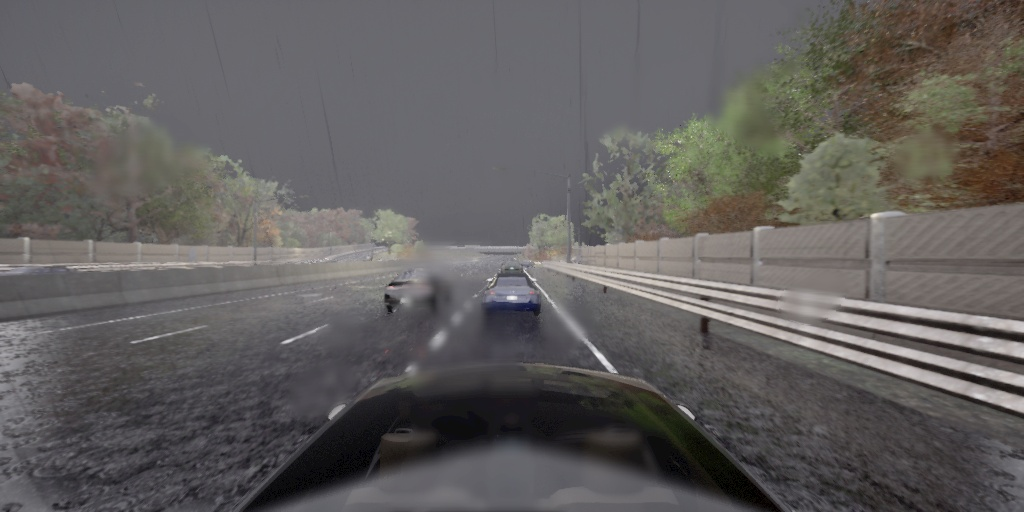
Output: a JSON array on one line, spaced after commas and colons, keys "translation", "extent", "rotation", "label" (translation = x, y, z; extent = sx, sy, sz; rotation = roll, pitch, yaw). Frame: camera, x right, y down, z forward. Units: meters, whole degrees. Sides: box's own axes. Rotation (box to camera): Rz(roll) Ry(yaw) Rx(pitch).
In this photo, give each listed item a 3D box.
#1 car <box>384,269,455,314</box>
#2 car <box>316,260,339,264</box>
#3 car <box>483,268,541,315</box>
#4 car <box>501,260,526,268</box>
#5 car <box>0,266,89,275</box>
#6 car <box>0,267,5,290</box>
[{"translation": [-3.399, 1.249, 13.927], "extent": [2.128, 1.511, 4.902], "rotation": [0, 0, 0], "label": "car"}, {"translation": [-24.499, 1.252, 47.354], "extent": [2.128, 1.511, 4.902], "rotation": [0, 0, 0], "label": "car"}, {"translation": [0.002, 1.321, 13.577], "extent": [1.994, 1.385, 4.181], "rotation": [0, 0, 0], "label": "car"}, {"translation": [0.002, 1.141, 34.976], "extent": [2.097, 1.767, 4.553], "rotation": [0, 0, 0], "label": "car"}, {"translation": [-28.093, 1.314, 21.218], "extent": [2.033, 1.411, 5.357], "rotation": [0, 0, 0], "label": "car"}, {"translation": [-31.590, 1.329, 19.546], "extent": [1.994, 1.385, 4.181], "rotation": [0, 0, 0], "label": "car"}]
